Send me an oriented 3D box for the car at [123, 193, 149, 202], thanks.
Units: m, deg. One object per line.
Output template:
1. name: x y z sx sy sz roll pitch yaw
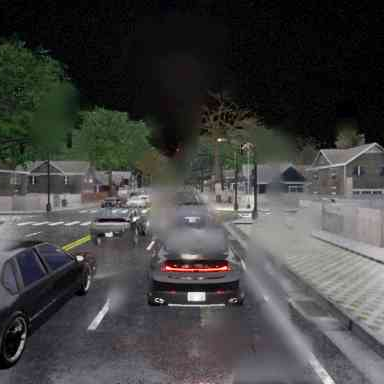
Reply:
1. car: -6.824 1.255 41.012 1.812 1.442 4.674 0 1 0

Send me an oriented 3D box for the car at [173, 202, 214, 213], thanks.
1. car: 0.072 1.290 17.035 2.097 1.767 4.553 0 0 2

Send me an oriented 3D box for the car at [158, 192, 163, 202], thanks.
1. car: -6.920 0.823 60.578 2.097 1.767 4.553 0 1 0

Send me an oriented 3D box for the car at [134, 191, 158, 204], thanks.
1. car: -6.881 0.853 50.689 2.150 2.045 5.566 0 1 0

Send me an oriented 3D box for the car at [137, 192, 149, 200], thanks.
1. car: -10.152 0.832 69.151 1.994 1.385 4.181 0 1 0

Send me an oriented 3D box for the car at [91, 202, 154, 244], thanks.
1. car: -3.236 1.440 15.378 2.128 1.511 4.902 0 0 0

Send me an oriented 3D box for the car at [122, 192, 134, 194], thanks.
1. car: -10.131 0.983 50.778 2.097 1.767 4.553 0 1 0

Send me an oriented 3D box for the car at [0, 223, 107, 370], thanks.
1. car: -3.173 1.539 5.624 2.033 1.411 5.357 0 0 0

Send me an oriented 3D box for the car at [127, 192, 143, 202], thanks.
1. car: -10.168 0.844 59.479 2.097 1.767 4.553 0 1 0

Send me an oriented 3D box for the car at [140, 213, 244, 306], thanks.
1. car: 0.062 1.490 7.969 1.837 1.490 4.892 0 0 0

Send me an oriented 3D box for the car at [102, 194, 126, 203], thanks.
1. car: -10.088 1.283 42.090 1.994 1.385 4.181 0 1 0

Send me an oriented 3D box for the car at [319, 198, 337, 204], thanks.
1. car: 12.416 1.269 30.835 4.674 1.442 1.812 0 1 -3
